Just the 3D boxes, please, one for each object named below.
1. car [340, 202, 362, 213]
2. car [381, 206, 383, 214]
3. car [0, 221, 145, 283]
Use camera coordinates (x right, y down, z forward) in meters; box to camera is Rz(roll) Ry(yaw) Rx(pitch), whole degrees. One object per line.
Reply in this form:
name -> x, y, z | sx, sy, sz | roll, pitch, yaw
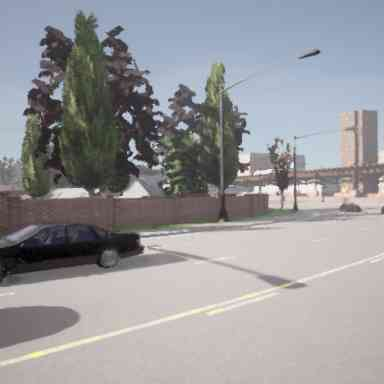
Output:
car -> 20.762, 1.972, 43.645 | 1.994, 1.385, 4.181 | -1, -1, 13
car -> 22.138, 1.848, 36.427 | 1.994, 1.385, 4.181 | -1, -1, 20
car -> -4.060, 1.594, 9.811 | 5.357, 1.411, 2.033 | 0, 0, -37
